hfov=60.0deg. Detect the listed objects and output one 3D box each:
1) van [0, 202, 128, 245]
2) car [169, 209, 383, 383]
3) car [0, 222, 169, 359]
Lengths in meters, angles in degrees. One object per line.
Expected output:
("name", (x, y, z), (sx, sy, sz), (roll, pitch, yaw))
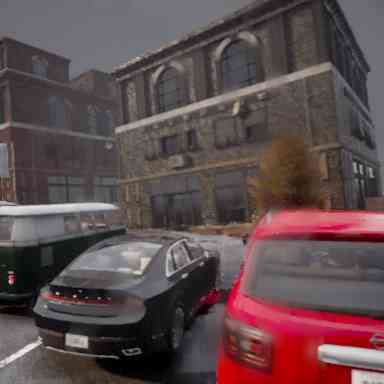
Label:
("van", (-3.141, 1.286, 8.094), (1.878, 1.987, 4.442), (0, -1, 16))
("car", (1.796, 1.238, 4.473), (2.435, 2.045, 5.566), (0, -1, 16))
("car", (-0.691, 1.500, 6.205), (2.231, 1.521, 4.892), (0, -1, 16))
